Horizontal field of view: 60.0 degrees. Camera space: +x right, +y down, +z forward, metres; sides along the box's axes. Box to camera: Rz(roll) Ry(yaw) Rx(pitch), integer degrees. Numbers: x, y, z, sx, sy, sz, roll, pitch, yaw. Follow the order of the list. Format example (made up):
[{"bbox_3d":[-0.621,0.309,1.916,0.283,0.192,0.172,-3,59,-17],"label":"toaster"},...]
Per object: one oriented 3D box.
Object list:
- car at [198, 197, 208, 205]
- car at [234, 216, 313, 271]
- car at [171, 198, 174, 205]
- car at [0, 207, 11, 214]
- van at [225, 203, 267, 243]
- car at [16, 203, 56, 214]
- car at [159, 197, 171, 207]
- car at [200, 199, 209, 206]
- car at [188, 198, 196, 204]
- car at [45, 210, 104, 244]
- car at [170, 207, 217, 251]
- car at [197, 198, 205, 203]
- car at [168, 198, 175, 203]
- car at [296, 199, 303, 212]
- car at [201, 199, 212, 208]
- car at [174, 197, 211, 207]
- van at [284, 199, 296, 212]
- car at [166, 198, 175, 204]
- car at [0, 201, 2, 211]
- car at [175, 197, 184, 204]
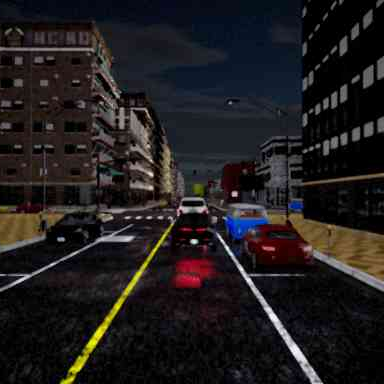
[{"bbox_3d":[2.617,2.086,78.073,2.192,1.841,5.009,0,-1,0],"label":"car"},{"bbox_3d":[2.650,1.683,10.980,1.802,1.307,4.206,0,-1,0],"label":"car"},{"bbox_3d":[-5.764,2.087,78.064,2.192,1.841,5.009,0,-1,0],"label":"car"},{"bbox_3d":[-22.995,1.811,37.443,4.829,1.417,1.752,0,-1,0],"label":"car"},{"bbox_3d":[2.645,1.495,16.671,1.690,1.788,3.998,0,-1,0],"label":"van"},{"bbox_3d":[-17.503,1.878,37.460,4.206,1.307,1.802,0,-1,0],"label":"car"},{"bbox_3d":[-5.754,2.178,66.814,1.752,1.417,4.829,0,-1,0],"label":"car"},{"bbox_3d":[2.621,2.294,72.532,1.802,1.307,4.206,0,-1,0],"label":"car"},{"bbox_3d":[-0.086,2.408,87.005,2.033,1.411,5.357,0,-1,0],"label":"car"},{"bbox_3d":[-5.703,1.721,16.687,1.947,1.339,4.313,0,-1,0],"label":"car"},{"bbox_3d":[0.083,1.641,14.856,1.837,1.490,4.892,0,-1,0],"label":"car"},{"bbox_3d":[2.599,2.505,94.687,2.008,1.369,4.403,0,-1,0],"label":"car"},{"bbox_3d":[-5.781,2.478,94.509,1.752,1.417,4.829,0,-1,0],"label":"car"},{"bbox_3d":[14.886,1.701,37.574,5.009,1.841,2.192,0,-1,0],"label":"car"},{"bbox_3d":[2.632,2.123,61.624,1.752,1.417,4.829,0,-1,0],"label":"car"},{"bbox_3d":[0.065,1.453,24.858,2.150,2.045,5.566,0,-1,0],"label":"car"},{"bbox_3d":[14.855,1.844,45.953,3.998,1.788,1.690,0,-1,0],"label":"van"},{"bbox_3d":[-5.776,2.443,89.140,2.008,1.369,4.403,0,-1,0],"label":"car"},{"bbox_3d":[-29.028,1.919,45.801,4.829,1.417,1.752,0,-1,0],"label":"car"},{"bbox_3d":[-3.084,2.192,84.134,2.097,1.767,4.553,0,-1,0],"label":"car"}]
